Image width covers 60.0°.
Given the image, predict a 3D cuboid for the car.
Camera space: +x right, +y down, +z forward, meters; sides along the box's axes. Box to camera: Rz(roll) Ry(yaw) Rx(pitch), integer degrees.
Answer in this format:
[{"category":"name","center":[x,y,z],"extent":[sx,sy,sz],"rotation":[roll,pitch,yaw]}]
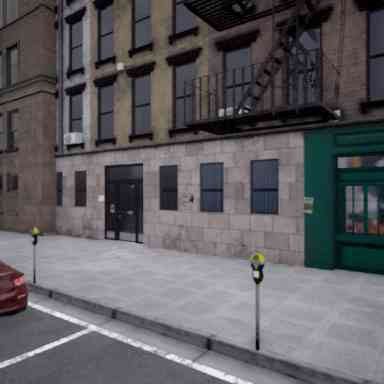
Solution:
[{"category":"car","center":[-4.663,1.587,6.167],"extent":[4.206,1.307,1.802],"rotation":[0,0,36]}]
